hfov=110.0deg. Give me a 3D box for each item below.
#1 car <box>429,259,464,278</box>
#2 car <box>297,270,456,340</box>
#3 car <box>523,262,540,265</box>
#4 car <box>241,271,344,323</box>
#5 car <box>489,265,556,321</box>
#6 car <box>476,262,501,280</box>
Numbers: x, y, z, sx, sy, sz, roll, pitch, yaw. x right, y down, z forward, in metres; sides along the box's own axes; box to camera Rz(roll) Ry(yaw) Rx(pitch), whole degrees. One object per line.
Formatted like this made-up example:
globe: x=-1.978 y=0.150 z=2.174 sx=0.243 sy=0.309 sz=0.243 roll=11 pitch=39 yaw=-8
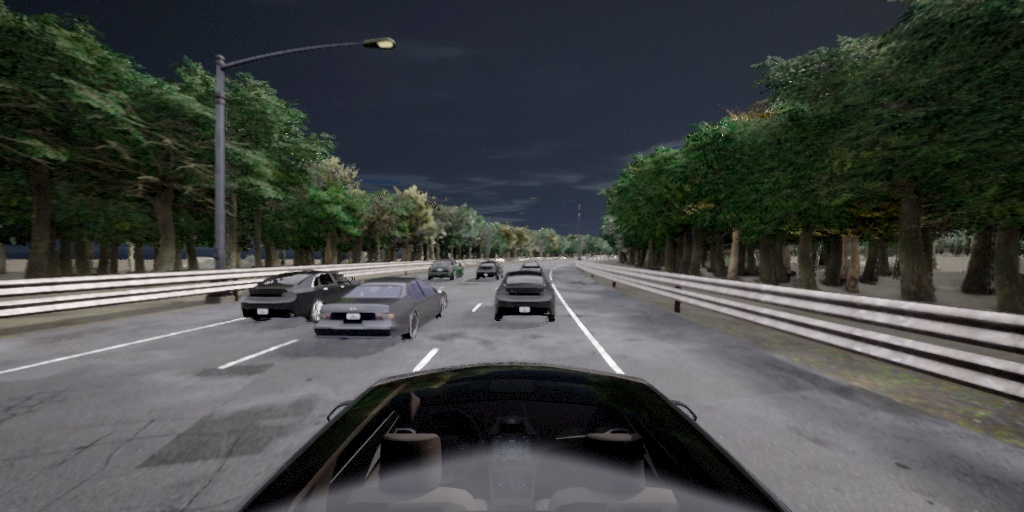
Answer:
car: x=-5.392 y=1.069 z=29.888 sx=2.097 sy=1.767 sz=4.553 roll=0 pitch=0 yaw=5
car: x=-3.165 y=1.285 z=9.874 sx=2.033 sy=1.411 sz=5.357 roll=0 pitch=0 yaw=2
car: x=1.700 y=1.219 z=30.621 sx=2.128 sy=1.511 sz=4.902 roll=0 pitch=0 yaw=5
car: x=-6.563 y=1.235 z=12.003 sx=1.837 sy=1.490 sz=4.892 roll=0 pitch=0 yaw=2
car: x=0.469 y=1.246 z=12.439 sx=1.837 sy=1.490 sz=4.892 roll=0 pitch=0 yaw=3
car: x=-1.826 y=1.227 z=30.508 sx=1.837 sy=1.490 sz=4.892 roll=0 pitch=0 yaw=5
